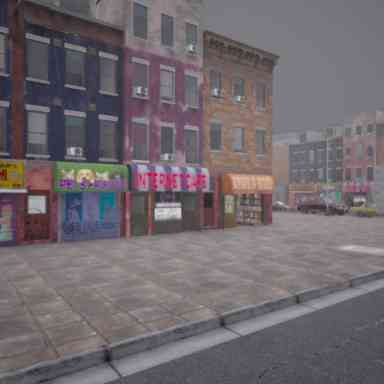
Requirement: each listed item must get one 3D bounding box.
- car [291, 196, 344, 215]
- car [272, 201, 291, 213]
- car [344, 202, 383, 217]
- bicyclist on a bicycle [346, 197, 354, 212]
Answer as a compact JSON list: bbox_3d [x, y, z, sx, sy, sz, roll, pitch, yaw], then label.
[{"bbox_3d":[12.930,1.376,33.390,2.192,1.841,5.009,0,0,-35],"label":"car"},{"bbox_3d":[9.764,1.658,37.829,1.802,1.307,4.206,0,0,-35],"label":"car"},{"bbox_3d":[16.194,1.572,28.813,1.752,1.417,4.829,0,0,-35],"label":"car"},{"bbox_3d":[17.485,1.373,36.729,1.656,1.620,0.582,0,0,-35],"label":"bicyclist on a bicycle"}]
